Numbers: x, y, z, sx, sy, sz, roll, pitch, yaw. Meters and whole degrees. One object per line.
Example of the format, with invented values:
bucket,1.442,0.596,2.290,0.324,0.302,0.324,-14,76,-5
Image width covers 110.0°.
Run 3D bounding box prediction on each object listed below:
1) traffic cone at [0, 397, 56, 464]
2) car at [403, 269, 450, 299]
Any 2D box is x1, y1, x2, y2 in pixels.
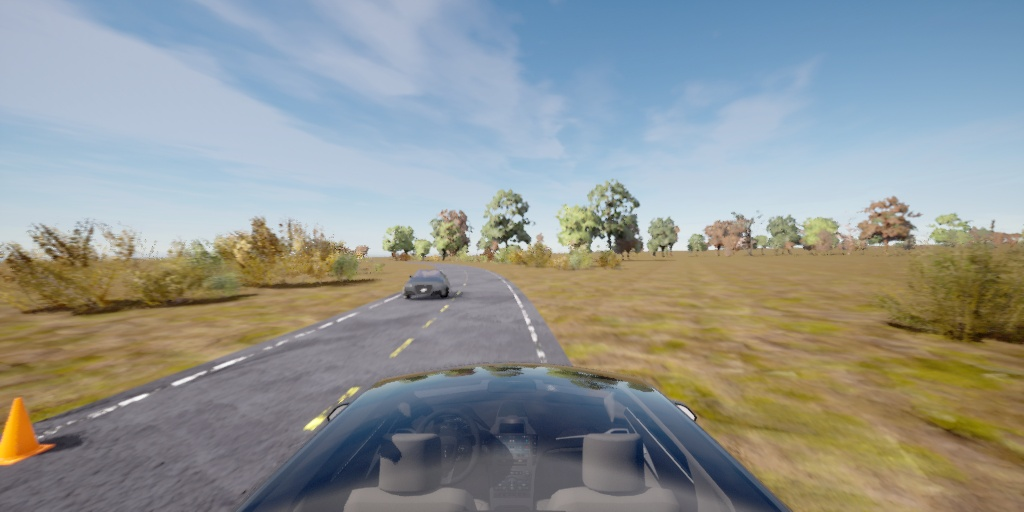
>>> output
traffic cone,-5.070,1.755,3.686,0.340,0.580,0.340,0,0,0
car,-4.249,1.360,18.293,1.994,1.385,4.181,-1,0,-7
